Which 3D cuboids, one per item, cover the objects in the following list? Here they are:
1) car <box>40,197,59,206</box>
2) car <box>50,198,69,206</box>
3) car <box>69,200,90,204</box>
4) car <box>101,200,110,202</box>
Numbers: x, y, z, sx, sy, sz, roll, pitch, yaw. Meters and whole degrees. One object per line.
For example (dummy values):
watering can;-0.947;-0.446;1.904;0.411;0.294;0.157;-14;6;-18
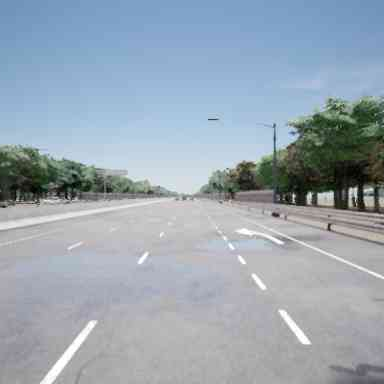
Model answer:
car;-28.076;2.018;66.298;2.150;2.045;5.566;0;-1;0
car;-24.573;2.310;63.702;2.033;1.411;5.357;0;-1;0
car;-21.077;2.285;63.717;2.128;1.511;4.902;0;-1;0
car;-17.577;2.325;67.171;1.812;1.442;4.674;0;-1;0
